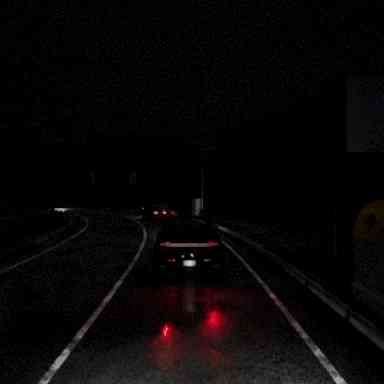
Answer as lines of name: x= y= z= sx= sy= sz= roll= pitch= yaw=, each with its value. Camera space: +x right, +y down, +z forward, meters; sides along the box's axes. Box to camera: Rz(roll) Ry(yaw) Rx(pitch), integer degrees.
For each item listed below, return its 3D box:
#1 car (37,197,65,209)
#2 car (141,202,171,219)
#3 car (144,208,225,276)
car: x=-17.981 y=1.355 z=42.418 sx=4.181 sy=1.385 sz=1.994 roll=1 pitch=0 yaw=41
car: x=-2.717 y=1.496 z=25.786 sx=2.033 sy=1.411 sz=5.357 roll=0 pitch=0 yaw=-18
car: x=-0.156 y=1.469 z=10.252 sx=2.128 sy=1.511 sz=4.902 roll=0 pitch=0 yaw=-2
